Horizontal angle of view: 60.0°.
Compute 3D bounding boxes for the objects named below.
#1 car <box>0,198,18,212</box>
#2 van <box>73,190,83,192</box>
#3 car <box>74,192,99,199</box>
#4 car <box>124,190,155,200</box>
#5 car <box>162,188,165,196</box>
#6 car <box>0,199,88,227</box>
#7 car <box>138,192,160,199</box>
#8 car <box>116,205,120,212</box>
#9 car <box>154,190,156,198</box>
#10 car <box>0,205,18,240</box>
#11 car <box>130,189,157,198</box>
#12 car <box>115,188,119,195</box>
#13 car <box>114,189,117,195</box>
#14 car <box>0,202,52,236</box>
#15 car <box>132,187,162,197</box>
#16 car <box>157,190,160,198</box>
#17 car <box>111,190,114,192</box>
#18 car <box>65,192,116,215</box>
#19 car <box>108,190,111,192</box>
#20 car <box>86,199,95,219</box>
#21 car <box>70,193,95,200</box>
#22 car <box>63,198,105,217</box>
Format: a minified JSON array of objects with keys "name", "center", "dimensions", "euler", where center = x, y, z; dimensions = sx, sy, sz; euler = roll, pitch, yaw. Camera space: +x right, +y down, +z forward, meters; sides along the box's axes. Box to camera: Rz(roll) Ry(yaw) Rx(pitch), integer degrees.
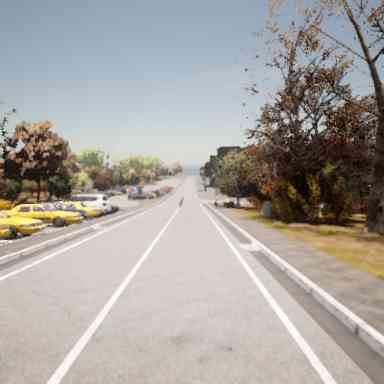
[{"name":"car","center":[-23.209,1.535,38.422],"dimensions":[5.008,1.535,2.097],"euler":[0,0,0]},{"name":"van","center":[-23.271,0.631,65.514],"dimensions":[4.442,1.987,1.878],"euler":[1,0,0]},{"name":"car","center":[-23.395,0.847,73.886],"dimensions":[4.792,1.488,2.163],"euler":[0,0,0]},{"name":"car","center":[-10.288,0.886,65.549],"dimensions":[4.792,1.488,2.163],"euler":[0,0,0]},{"name":"car","center":[-10.202,0.455,87.837],"dimensions":[4.553,1.767,2.185],"euler":[0,2,0]},{"name":"car","center":[-9.998,1.469,21.855],"dimensions":[5.366,1.575,1.946],"euler":[0,0,0]},{"name":"car","center":[-10.259,0.756,79.481],"dimensions":[4.892,1.521,2.231],"euler":[0,1,0]},{"name":"car","center":[-10.156,1.515,32.960],"dimensions":[5.008,1.535,2.097],"euler":[0,0,0]},{"name":"car","center":[-10.336,0.876,68.333],"dimensions":[4.792,1.488,2.163],"euler":[0,0,0]},{"name":"car","center":[-10.393,1.445,13.530],"dimensions":[5.366,1.575,1.946],"euler":[0,0,0]},{"name":"car","center":[-10.328,0.710,71.118],"dimensions":[4.553,1.767,2.185],"euler":[0,0,0]},{"name":"car","center":[-23.297,0.504,90.625],"dimensions":[4.892,1.521,2.231],"euler":[0,1,0]},{"name":"car","center":[-23.308,0.583,87.708],"dimensions":[5.008,1.535,2.097],"euler":[0,1,0]},{"name":"car","center":[-10.015,1.449,16.182],"dimensions":[5.366,1.575,1.946],"euler":[0,0,0]},{"name":"car","center":[-10.304,0.540,76.689],"dimensions":[5.566,2.045,2.435],"euler":[0,1,0]},{"name":"car","center":[-10.281,0.819,73.898],"dimensions":[5.008,1.535,2.097],"euler":[0,1,0]},{"name":"car","center":[-23.319,0.651,84.919],"dimensions":[5.008,1.535,2.097],"euler":[0,1,0]},{"name":"car","center":[-10.187,1.253,30.185],"dimensions":[5.566,2.045,2.435],"euler":[0,0,0]},{"name":"car","center":[-23.306,0.740,82.129],"dimensions":[4.792,1.488,2.163],"euler":[0,1,0]},{"name":"car","center":[-10.181,1.484,24.631],"dimensions":[4.892,1.521,2.231],"euler":[0,0,0]},{"name":"car","center":[-23.380,0.875,70.974],"dimensions":[4.674,1.452,2.002],"euler":[0,0,0]},{"name":"car","center":[-10.352,1.491,27.408],"dimensions":[5.366,1.575,1.946],"euler":[0,0,0]}]
